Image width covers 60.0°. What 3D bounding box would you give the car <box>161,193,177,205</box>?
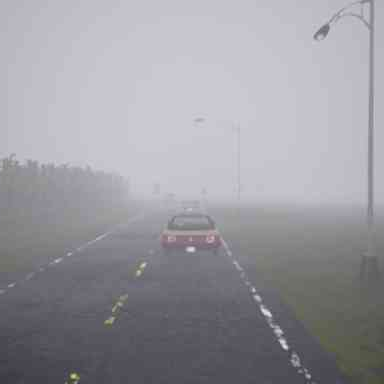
[{"bbox_3d":[-3.018,0.883,46.088,2.097,1.767,4.553,0,1,0],"label":"car"}]

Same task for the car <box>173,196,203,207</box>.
[{"bbox_3d":[-0.102,1.285,26.015,2.033,1.411,5.357,0,1,0],"label":"car"}]

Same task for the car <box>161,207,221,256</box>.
[{"bbox_3d":[-0.020,1.474,12.555,1.895,1.301,4.718,0,1,0],"label":"car"}]
